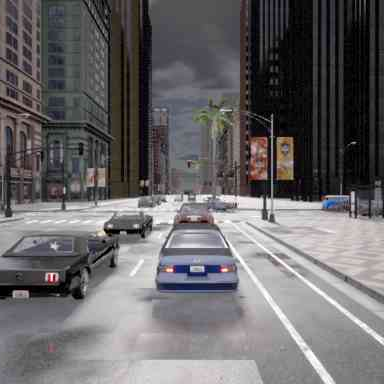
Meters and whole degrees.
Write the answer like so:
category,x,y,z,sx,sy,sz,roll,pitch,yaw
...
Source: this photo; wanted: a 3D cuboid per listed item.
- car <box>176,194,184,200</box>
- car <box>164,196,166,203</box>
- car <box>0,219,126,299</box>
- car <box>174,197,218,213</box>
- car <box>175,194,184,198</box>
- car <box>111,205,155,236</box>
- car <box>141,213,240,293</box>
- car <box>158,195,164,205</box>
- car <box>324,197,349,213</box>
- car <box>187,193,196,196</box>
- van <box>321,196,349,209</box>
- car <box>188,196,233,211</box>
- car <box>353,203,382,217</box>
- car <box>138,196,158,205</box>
category,x,y,z,sx,sy,sz,roll,pitch,yaw
car,-3.306,1.316,90.433,1.882,1.535,5.008,0,0,0
car,-6.544,1.481,70.594,1.882,1.535,5.008,0,0,0
car,-3.154,1.600,8.362,1.895,1.301,4.718,0,0,0
car,0.109,1.352,18.435,2.097,1.767,4.553,0,0,0
car,-3.300,1.521,80.429,1.812,1.442,4.674,0,0,0
car,-3.165,1.600,17.530,1.895,1.301,4.718,0,0,0
car,0.097,1.547,8.991,2.033,1.411,5.357,0,0,0
car,-6.611,1.506,59.235,1.837,1.490,4.892,0,0,0
car,17.114,1.507,35.511,4.674,1.442,1.812,0,0,0
car,-0.050,1.537,80.432,2.033,1.411,5.357,0,0,0
van,17.043,1.315,38.172,3.998,1.788,1.690,0,0,0
car,2.197,1.544,38.626,5.357,1.411,2.033,0,0,42
car,17.053,1.549,29.648,4.403,1.369,2.008,0,0,0
car,-6.621,1.354,48.840,2.097,1.767,4.553,0,0,0
